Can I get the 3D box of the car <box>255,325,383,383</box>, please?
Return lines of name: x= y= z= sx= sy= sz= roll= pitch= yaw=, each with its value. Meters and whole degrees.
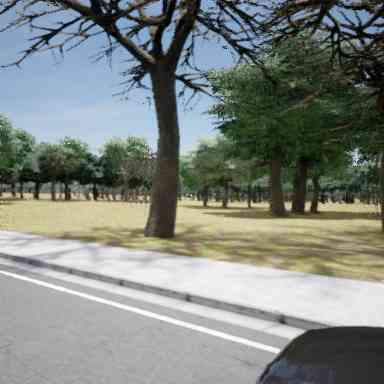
car: x=2.401 y=1.564 z=1.971 sx=4.181 sy=1.385 sz=1.994 roll=0 pitch=0 yaw=36
